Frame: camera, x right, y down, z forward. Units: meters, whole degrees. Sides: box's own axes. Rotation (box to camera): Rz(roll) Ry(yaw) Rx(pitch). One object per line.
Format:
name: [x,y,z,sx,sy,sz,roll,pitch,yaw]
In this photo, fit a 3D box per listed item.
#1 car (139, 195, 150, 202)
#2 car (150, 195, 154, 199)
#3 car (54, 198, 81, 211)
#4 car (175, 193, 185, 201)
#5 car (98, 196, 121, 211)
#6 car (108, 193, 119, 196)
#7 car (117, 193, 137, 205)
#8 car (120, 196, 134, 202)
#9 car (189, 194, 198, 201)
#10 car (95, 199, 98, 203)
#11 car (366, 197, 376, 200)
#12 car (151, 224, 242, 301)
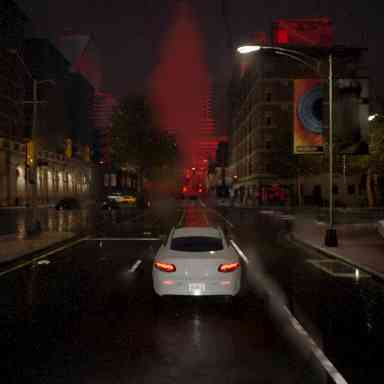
car: [-11.191,1.478,73.899,1.882,1.535,5.008,0,0,0]
car: [-11.128,1.527,88.845,2.033,1.411,5.357,0,0,0]
car: [-14.934,1.505,40.328,1.837,1.490,4.892,0,0,0]
car: [-3.138,1.218,86.529,2.150,2.045,5.566,0,0,0]
car: [-10.275,1.548,41.193,2.033,1.411,5.357,0,0,-16]
car: [-14.777,1.223,63.921,2.150,2.045,5.566,0,0,1]
car: [-11.335,1.478,58.502,1.882,1.535,5.008,0,0,0]
car: [-14.685,1.540,75.330,2.033,1.411,5.357,0,0,0]
car: [0.362,1.493,86.484,1.837,1.490,4.892,0,0,0]
car: [-17.970,1.595,66.948,1.895,1.301,4.718,0,0,0]
car: [34.730,1.481,68.120,2.231,1.521,4.892,0,0,0]
car: [0.110,1.526,8.204,1.812,1.442,4.674,0,0,1]
